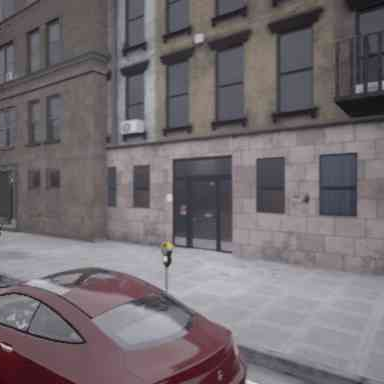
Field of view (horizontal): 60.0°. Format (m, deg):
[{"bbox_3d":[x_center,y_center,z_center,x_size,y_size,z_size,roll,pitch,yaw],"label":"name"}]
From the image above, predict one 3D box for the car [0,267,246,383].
[{"bbox_3d":[-1.442,1.564,3.818,4.206,1.307,1.802,0,0,35],"label":"car"}]
